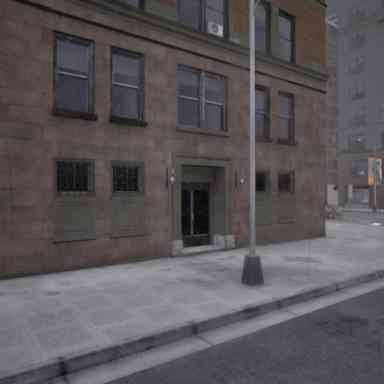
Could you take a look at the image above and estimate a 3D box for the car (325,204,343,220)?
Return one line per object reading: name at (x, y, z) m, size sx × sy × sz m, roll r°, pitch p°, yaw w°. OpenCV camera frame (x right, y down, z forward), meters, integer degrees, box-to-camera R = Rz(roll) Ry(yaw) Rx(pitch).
car at (10.005, 1.381, 27.532) m, size 2.097 × 1.767 × 4.553 m, roll 0°, pitch 0°, yaw -35°
